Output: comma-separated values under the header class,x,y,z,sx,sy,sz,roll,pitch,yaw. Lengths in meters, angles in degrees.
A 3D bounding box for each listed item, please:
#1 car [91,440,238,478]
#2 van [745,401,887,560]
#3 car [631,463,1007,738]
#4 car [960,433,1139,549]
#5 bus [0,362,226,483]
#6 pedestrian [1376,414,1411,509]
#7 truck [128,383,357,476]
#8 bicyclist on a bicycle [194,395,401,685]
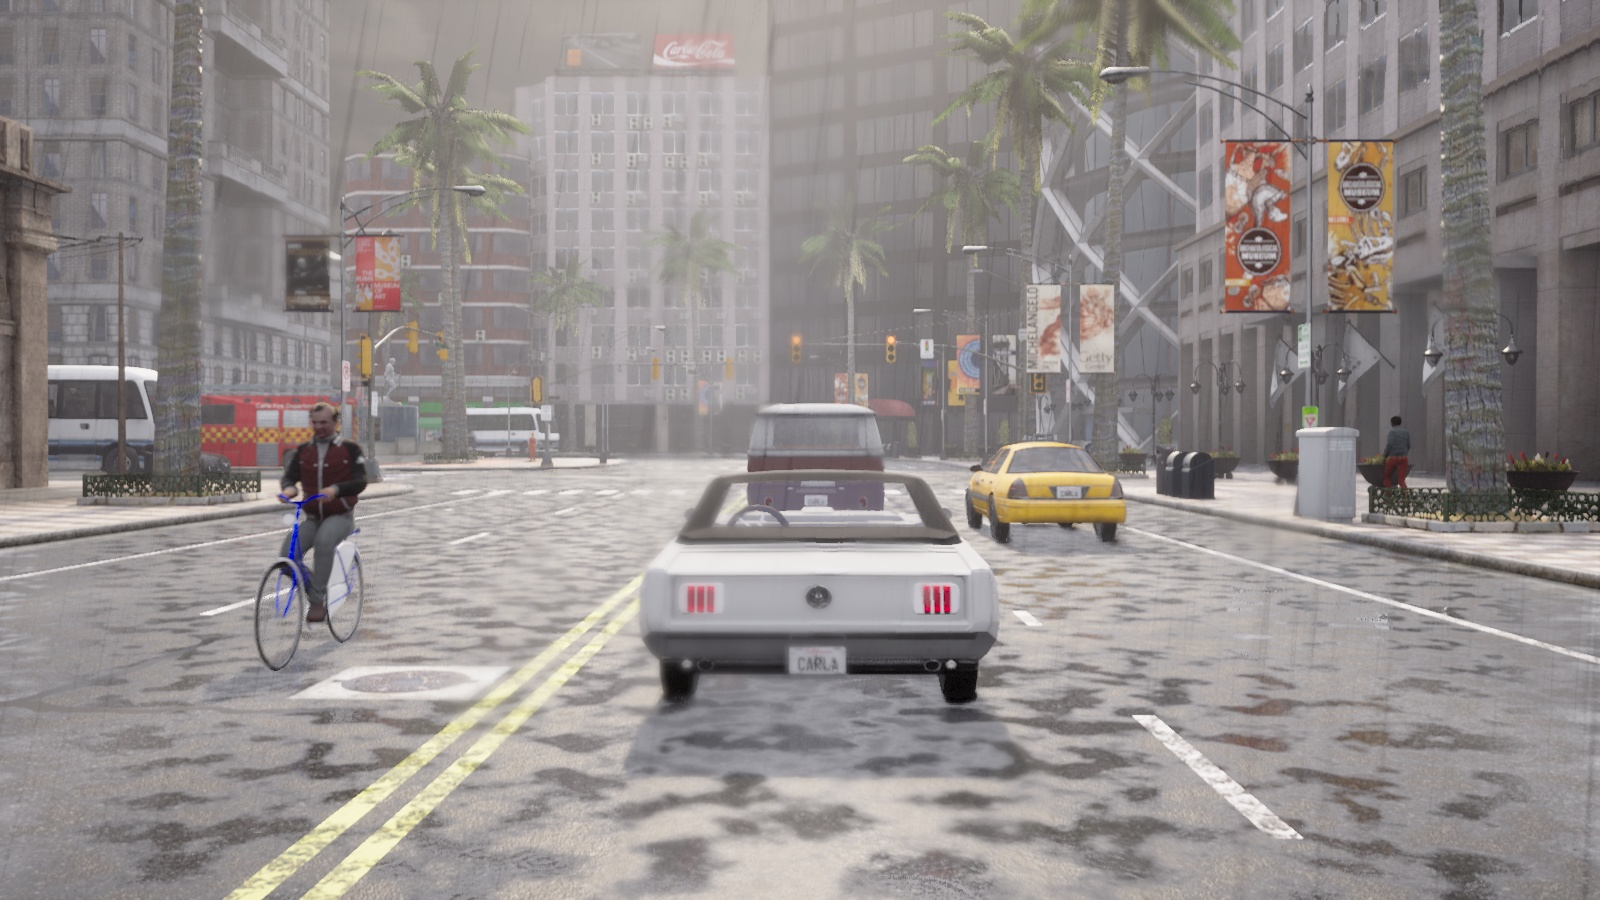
class,x,y,z,sx,sy,sz,roll,pitch,yaw
car,-25.250,0.348,49.996,4.892,1.490,1.837,0,0,1
van,0.224,0.362,17.840,1.775,1.987,4.442,0,0,1
car,0.124,0.780,8.685,1.895,1.301,4.718,0,0,1
car,3.746,0.536,19.813,1.801,1.575,5.366,0,0,1
bus,-27.305,-1.008,46.481,10.273,4.253,3.944,0,0,0
pedestrian,11.619,0.224,24.592,0.353,1.847,0.614,0,0,-3
truck,-23.594,-0.845,53.455,8.468,3.827,2.891,0,0,0
bicyclist on a bicycle,-3.376,0.548,8.626,0.659,1.776,1.843,0,0,1
